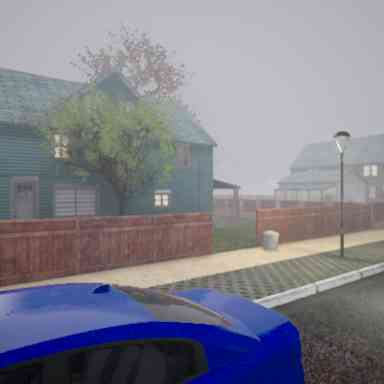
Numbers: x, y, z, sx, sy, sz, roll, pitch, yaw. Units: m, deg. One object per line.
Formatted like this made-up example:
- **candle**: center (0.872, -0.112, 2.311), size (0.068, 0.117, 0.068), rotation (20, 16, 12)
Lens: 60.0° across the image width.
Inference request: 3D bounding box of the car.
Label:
- **car**: center (-1.349, 1.478, 2.052), size (5.008, 1.535, 1.882), rotation (0, 0, -37)
